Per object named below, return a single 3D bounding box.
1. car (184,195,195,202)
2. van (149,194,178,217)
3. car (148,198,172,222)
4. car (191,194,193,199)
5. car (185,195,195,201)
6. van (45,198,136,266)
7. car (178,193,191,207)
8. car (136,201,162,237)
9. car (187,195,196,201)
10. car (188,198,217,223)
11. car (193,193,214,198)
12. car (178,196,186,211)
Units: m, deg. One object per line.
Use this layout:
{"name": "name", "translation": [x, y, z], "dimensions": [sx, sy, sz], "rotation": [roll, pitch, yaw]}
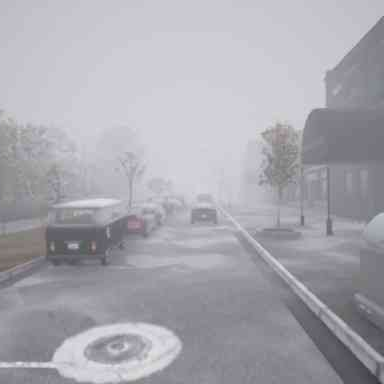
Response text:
{"name": "car", "translation": [-0.624, 1.584, 79.162], "dimensions": [2.097, 1.535, 5.008], "rotation": [0, 0, 5]}
{"name": "van", "translation": [-2.678, 1.290, 29.423], "dimensions": [1.878, 1.987, 4.442], "rotation": [0, 0, 5]}
{"name": "car", "translation": [-2.919, 1.491, 23.742], "dimensions": [2.231, 1.521, 4.892], "rotation": [0, 1, 1]}
{"name": "car", "translation": [-1.541, 1.520, 56.999], "dimensions": [2.097, 1.535, 5.008], "rotation": [0, 0, 5]}
{"name": "car", "translation": [-0.394, 1.595, 84.714], "dimensions": [2.231, 1.521, 4.892], "rotation": [0, -1, 5]}
{"name": "van", "translation": [-3.415, 1.258, 11.729], "dimensions": [1.878, 1.987, 4.442], "rotation": [0, 1, 0]}
{"name": "car", "translation": [-1.951, 1.288, 47.124], "dimensions": [2.435, 2.045, 5.566], "rotation": [0, 0, 3]}
{"name": "car", "translation": [-3.148, 1.518, 18.236], "dimensions": [2.163, 1.488, 4.792], "rotation": [0, 1, 1]}
{"name": "car", "translation": [-0.165, 1.584, 90.250], "dimensions": [2.097, 1.535, 5.008], "rotation": [0, 0, 5]}
{"name": "car", "translation": [0.909, 1.486, 25.332], "dimensions": [1.882, 1.535, 5.008], "rotation": [0, 0, 2]}
{"name": "car", "translation": [1.635, 1.237, 43.037], "dimensions": [2.150, 2.045, 5.566], "rotation": [0, 0, 2]}
{"name": "car", "translation": [-2.229, 1.561, 40.384], "dimensions": [2.002, 1.452, 4.674], "rotation": [0, 0, 3]}
